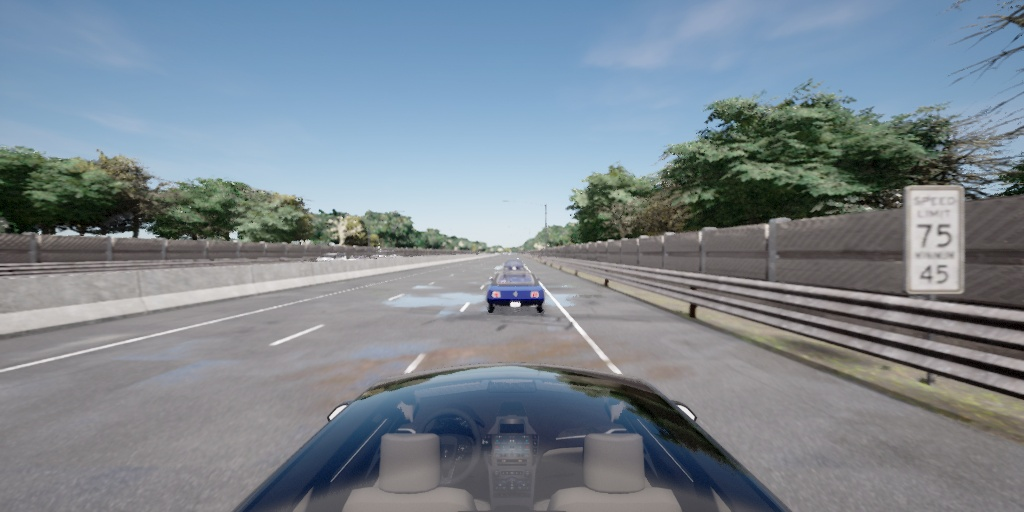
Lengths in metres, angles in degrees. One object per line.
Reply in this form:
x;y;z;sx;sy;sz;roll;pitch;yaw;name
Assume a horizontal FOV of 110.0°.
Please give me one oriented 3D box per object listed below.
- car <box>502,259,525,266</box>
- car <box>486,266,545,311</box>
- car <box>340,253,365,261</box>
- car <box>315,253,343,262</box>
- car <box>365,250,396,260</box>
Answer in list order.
0.161;0.984;30.637;2.033;1.411;5.357;0;1;0;car
0.118;1.218;13.522;1.895;1.301;4.718;0;1;0;car
-20.894;0.624;48.589;1.895;1.301;4.718;0;1;0;car
-24.393;0.648;48.597;2.150;2.045;5.566;0;1;0;car
-17.395;0.245;48.576;2.150;2.045;5.566;0;1;0;car
